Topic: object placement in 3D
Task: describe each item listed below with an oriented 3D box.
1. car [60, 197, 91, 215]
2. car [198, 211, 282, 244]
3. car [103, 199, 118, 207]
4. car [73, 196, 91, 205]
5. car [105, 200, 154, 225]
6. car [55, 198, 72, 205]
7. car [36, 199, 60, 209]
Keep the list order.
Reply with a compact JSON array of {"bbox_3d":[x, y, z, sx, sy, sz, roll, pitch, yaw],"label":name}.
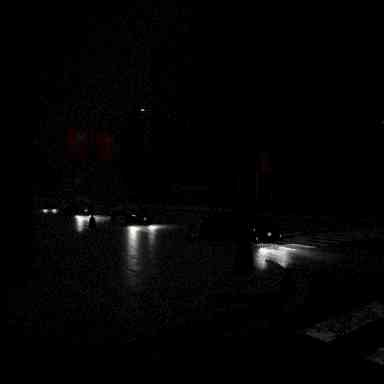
[{"bbox_3d":[-12.020,1.617,35.344,2.128,1.511,4.902,0,0,-36],"label":"car"},{"bbox_3d":[2.117,1.596,15.615,1.994,1.385,4.181,0,0,-35],"label":"car"},{"bbox_3d":[-12.736,1.766,53.386,1.994,1.385,4.181,0,0,-36],"label":"car"},{"bbox_3d":[-21.996,1.613,66.267,2.097,1.767,4.553,0,0,-36],"label":"car"},{"bbox_3d":[-4.633,1.604,25.054,1.812,1.442,4.674,0,0,-36],"label":"car"},{"bbox_3d":[-25.216,1.857,65.177,1.895,1.301,4.718,0,0,-36],"label":"car"},{"bbox_3d":[-21.264,1.789,48.368,2.033,1.411,5.357,0,0,-36],"label":"car"}]
